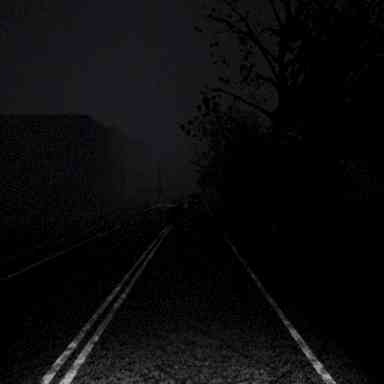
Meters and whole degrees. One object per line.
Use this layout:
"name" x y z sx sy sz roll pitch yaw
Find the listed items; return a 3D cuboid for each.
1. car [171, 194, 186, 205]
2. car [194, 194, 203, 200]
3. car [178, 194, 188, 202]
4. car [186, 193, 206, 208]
"car" -2.431 1.359 56.320 1.882 1.535 5.008 0 0 2
"car" 1.672 1.270 81.646 2.033 1.411 5.357 0 0 2
"car" -1.870 1.295 72.132 1.837 1.490 4.892 0 0 2
"car" 0.695 1.154 46.236 2.150 2.045 5.566 0 0 1
